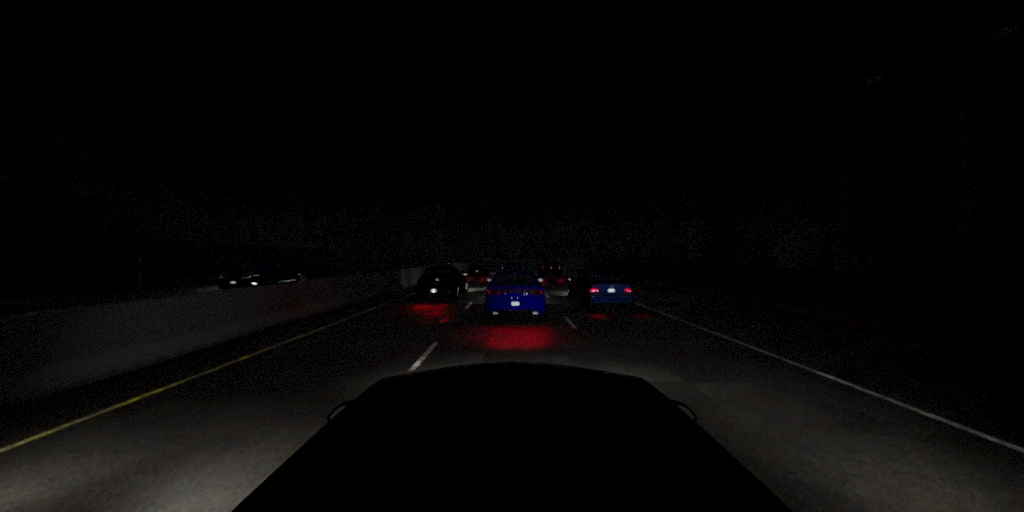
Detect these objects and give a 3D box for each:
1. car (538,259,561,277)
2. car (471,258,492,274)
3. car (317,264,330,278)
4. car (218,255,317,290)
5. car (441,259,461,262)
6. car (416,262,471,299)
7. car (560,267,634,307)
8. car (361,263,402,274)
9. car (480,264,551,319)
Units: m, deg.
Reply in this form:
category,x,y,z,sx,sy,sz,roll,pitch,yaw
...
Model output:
category,x,y,z,sx,sy,sz,roll,pitch,yaw
car,3.614,1.093,35.183,2.097,1.767,4.553,0,0,0
car,-3.370,1.266,36.950,1.812,1.442,4.674,0,0,1
car,-17.582,1.343,30.468,1.895,1.301,4.718,0,0,0
car,-14.101,0.965,20.883,2.150,2.045,5.566,0,0,0
car,-10.929,1.249,62.207,1.837,1.490,4.892,0,0,14
car,-3.401,1.251,17.986,1.837,1.490,4.892,0,0,0
car,3.599,1.295,15.493,2.033,1.411,5.357,0,0,0
car,-10.594,1.290,29.559,2.033,1.411,5.357,0,0,0
car,0.099,1.226,12.816,1.882,1.535,5.008,0,0,0
